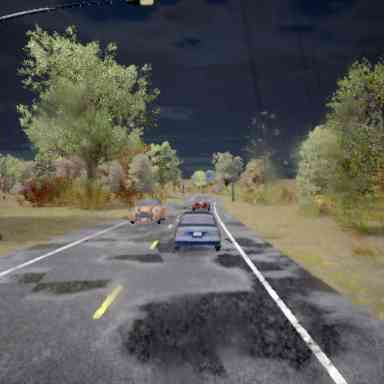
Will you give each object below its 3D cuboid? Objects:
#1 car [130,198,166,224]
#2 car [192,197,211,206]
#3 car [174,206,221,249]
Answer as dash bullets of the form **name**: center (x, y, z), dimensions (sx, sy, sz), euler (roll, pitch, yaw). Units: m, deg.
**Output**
- **car**: center (-3.112, 1.263, 24.306), dimensions (2.097, 1.767, 4.553), euler (0, 0, 2)
- **car**: center (1.161, 1.327, 40.171), dimensions (2.097, 1.767, 4.553), euler (0, 0, 3)
- **car**: center (0.254, 1.545, 14.435), dimensions (2.033, 1.411, 5.357), euler (0, 0, 1)
